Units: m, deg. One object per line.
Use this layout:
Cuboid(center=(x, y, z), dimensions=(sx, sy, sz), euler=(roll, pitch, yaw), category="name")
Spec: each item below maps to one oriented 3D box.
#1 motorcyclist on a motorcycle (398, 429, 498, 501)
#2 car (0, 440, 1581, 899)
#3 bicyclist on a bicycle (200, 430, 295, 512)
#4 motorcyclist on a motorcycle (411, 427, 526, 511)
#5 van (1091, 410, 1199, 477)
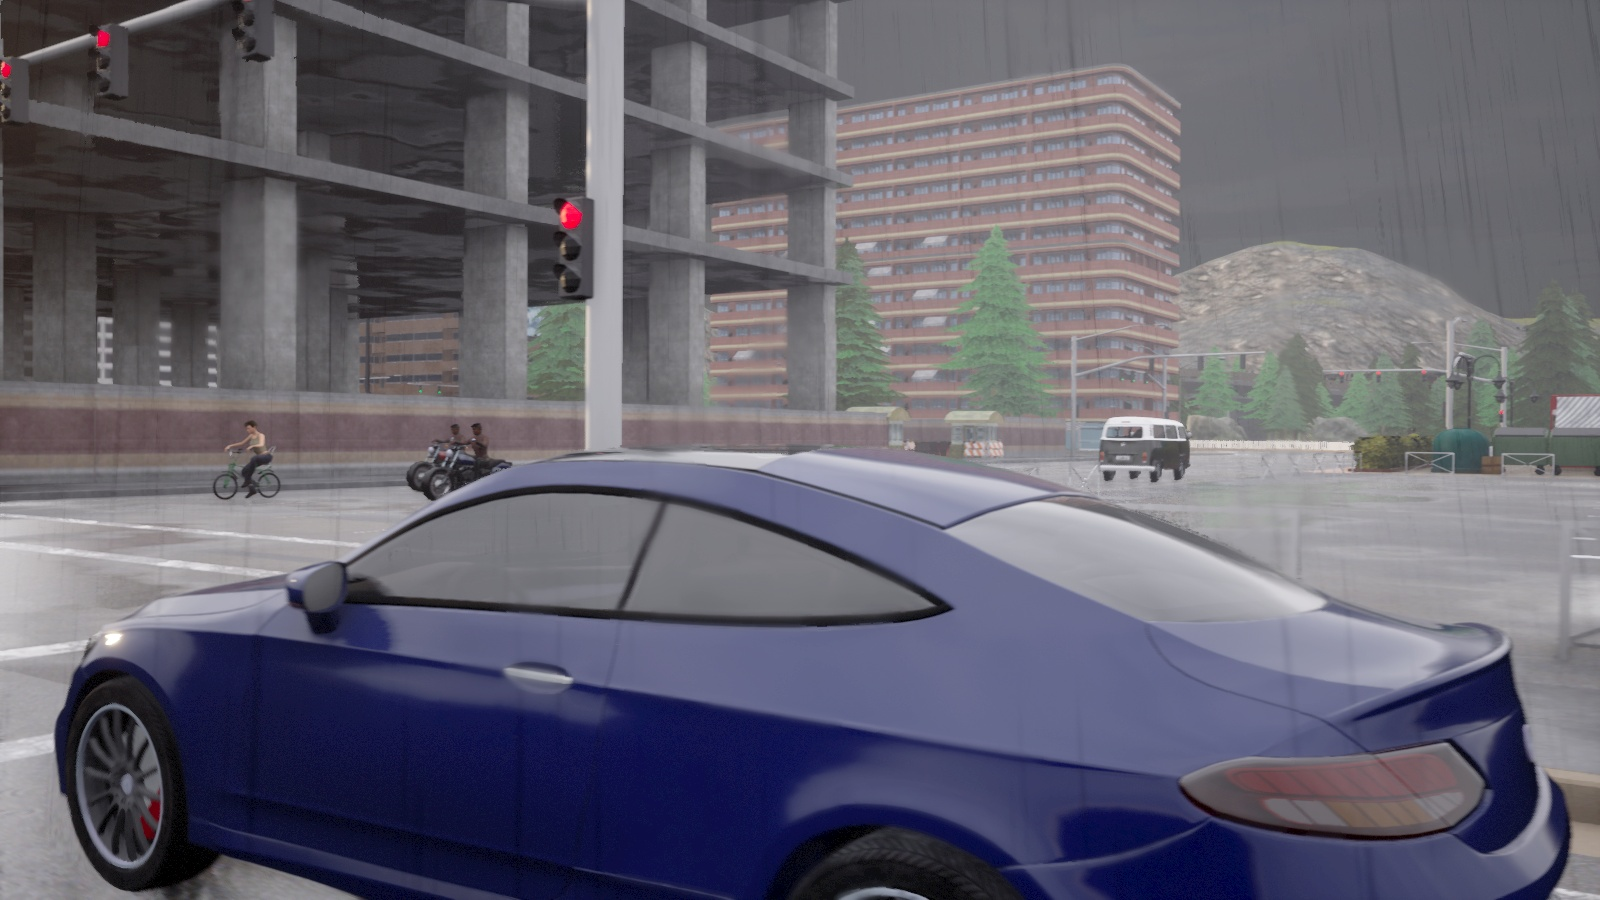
Cuboid(center=(-8.367, 0.329, 29.958), dimensions=(0.766, 1.649, 2.350), euler=(0, 1, 33), category="motorcyclist on a motorcycle")
Cuboid(center=(-0.374, 0.711, 3.873), dimensions=(4.674, 1.442, 1.812), euler=(0, 1, 34), category="car")
Cuboid(center=(-11.241, 0.401, 25.591), dimensions=(0.866, 1.612, 1.509), euler=(0, 1, 34), category="bicyclist on a bicycle")
Cuboid(center=(-6.816, 0.364, 25.953), dimensions=(0.766, 1.649, 2.350), euler=(0, 1, 33), category="motorcyclist on a motorcycle")
Cuboid(center=(11.194, -0.236, 40.549), dimensions=(2.069, 2.038, 4.480), euler=(0, 1, 33), category="van")
